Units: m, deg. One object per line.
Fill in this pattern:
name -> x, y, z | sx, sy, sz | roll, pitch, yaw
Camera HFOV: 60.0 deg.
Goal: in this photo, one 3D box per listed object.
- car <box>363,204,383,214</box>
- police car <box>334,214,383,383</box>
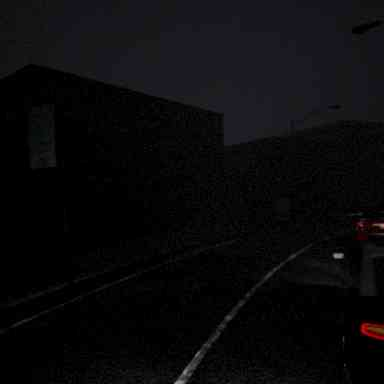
car -> 7.810, 1.237, 12.991 | 2.097, 1.767, 4.553 | -1, 0, 36
police car -> 3.258, 1.373, 5.008 | 1.930, 1.638, 5.238 | -2, 0, 23
